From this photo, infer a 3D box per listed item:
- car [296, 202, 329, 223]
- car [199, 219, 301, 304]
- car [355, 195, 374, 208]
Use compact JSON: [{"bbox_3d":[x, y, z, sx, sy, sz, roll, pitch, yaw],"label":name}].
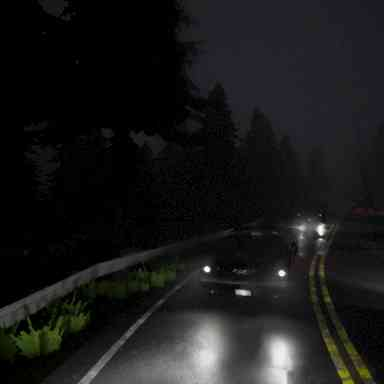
[{"bbox_3d":[8.917,1.414,24.307,2.033,1.411,5.357,-2,0,27],"label":"car"},{"bbox_3d":[1.659,1.598,8.435,1.895,1.301,4.718,-1,0,18],"label":"car"},{"bbox_3d":[20.874,1.052,40.144,2.128,1.511,4.902,-2,0,28],"label":"car"}]
